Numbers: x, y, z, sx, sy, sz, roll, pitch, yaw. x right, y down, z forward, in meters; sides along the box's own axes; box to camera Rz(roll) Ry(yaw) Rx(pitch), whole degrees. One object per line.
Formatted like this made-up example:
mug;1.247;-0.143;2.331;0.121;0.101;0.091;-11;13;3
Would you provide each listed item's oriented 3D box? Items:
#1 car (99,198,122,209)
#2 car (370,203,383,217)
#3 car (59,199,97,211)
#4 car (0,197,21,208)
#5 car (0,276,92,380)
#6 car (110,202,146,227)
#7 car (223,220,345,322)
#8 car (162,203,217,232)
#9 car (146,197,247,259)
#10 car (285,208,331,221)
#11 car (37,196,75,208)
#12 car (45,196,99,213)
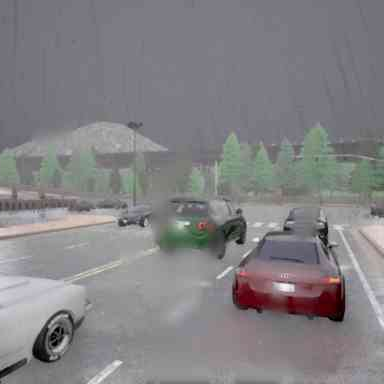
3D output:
car;-10.556;1.549;43.943;4.181;1.385;1.994;0;0;20
car;18.385;1.557;29.990;4.181;1.385;1.994;0;0;19
car;-14.265;1.547;41.543;4.181;1.385;1.994;0;0;20
car;-24.551;1.396;41.475;5.357;1.411;2.033;2;1;19
car;-3.158;1.600;3.326;1.895;1.301;4.718;0;0;21
car;-3.227;1.559;22.731;1.837;1.490;4.892;0;0;21
car;2.243;1.562;7.440;1.994;1.385;4.181;0;0;20
car;0.010;1.524;21.399;1.837;1.490;4.892;0;0;21
car;0.590;1.219;12.960;2.150;2.045;5.566;0;0;21
car;5.451;1.488;15.755;2.128;1.511;4.902;0;0;22
car;-19.206;1.411;47.007;5.008;1.535;1.882;2;1;20
car;-13.628;1.536;37.602;5.357;1.411;2.033;0;0;19
